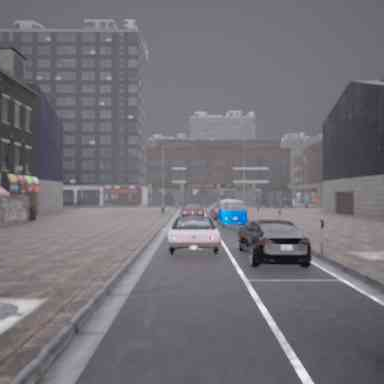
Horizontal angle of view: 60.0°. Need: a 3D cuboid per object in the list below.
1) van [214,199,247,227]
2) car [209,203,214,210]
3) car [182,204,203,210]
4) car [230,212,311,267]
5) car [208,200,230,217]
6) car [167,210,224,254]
[{"bbox_3d":[2.629,1.392,22.198,1.690,1.788,3.998,0,0,0],"label":"van"},{"bbox_3d":[2.624,1.507,27.636,1.967,1.590,4.097,0,0,0],"label":"car"},{"bbox_3d":[0.059,1.669,28.053,1.895,1.301,4.718,0,0,0],"label":"car"},{"bbox_3d":[2.635,1.590,11.323,1.947,1.339,4.313,0,0,0],"label":"car"},{"bbox_3d":[2.620,1.609,33.243,1.752,1.417,4.829,0,0,0],"label":"car"},{"bbox_3d":[0.072,1.630,13.711,1.895,1.301,4.718,0,0,0],"label":"car"}]
